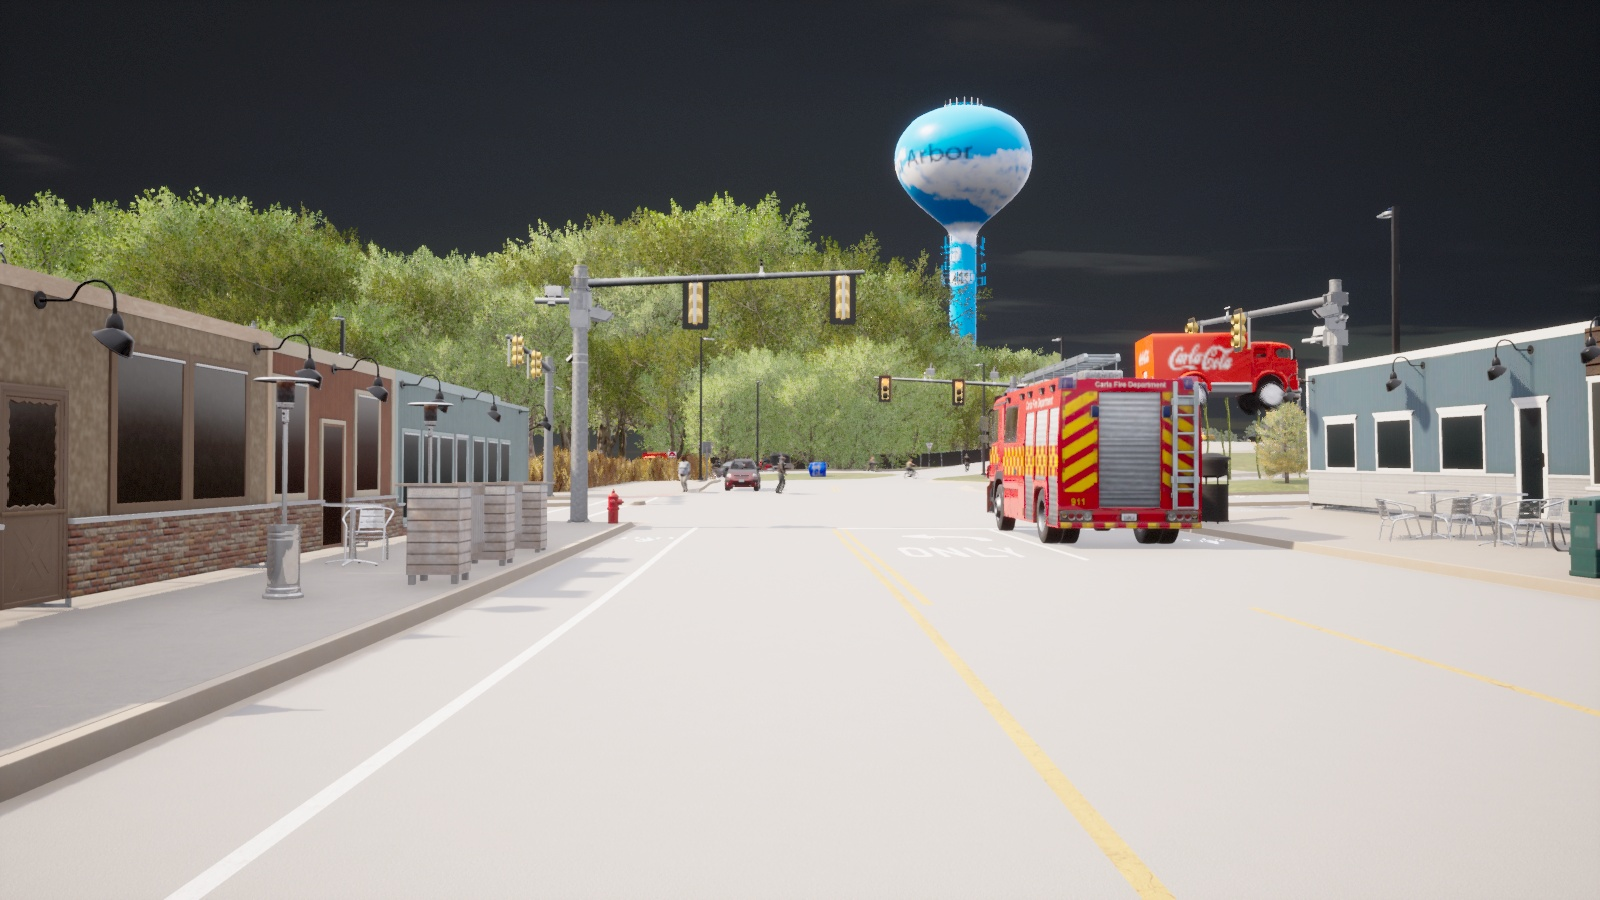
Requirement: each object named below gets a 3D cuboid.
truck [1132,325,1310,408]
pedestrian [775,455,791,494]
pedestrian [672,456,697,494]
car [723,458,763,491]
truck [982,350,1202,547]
[{"bbox_3d":[14.485,-2.842,43.501,5.204,2.467,2.627,-1,-3,0],"label":"truck"},{"bbox_3d":[-0.829,1.187,60.086,0.720,1.854,0.376,0,-1,-5],"label":"pedestrian"},{"bbox_3d":[-5.609,1.207,61.098,0.874,1.855,0.900,-1,-1,25],"label":"pedestrian"},{"bbox_3d":[-2.920,1.248,64.968,1.851,1.617,3.988,0,1,0],"label":"car"},{"bbox_3d":[6.313,0.008,28.718,2.891,3.827,8.468,0,-1,-1],"label":"truck"}]
